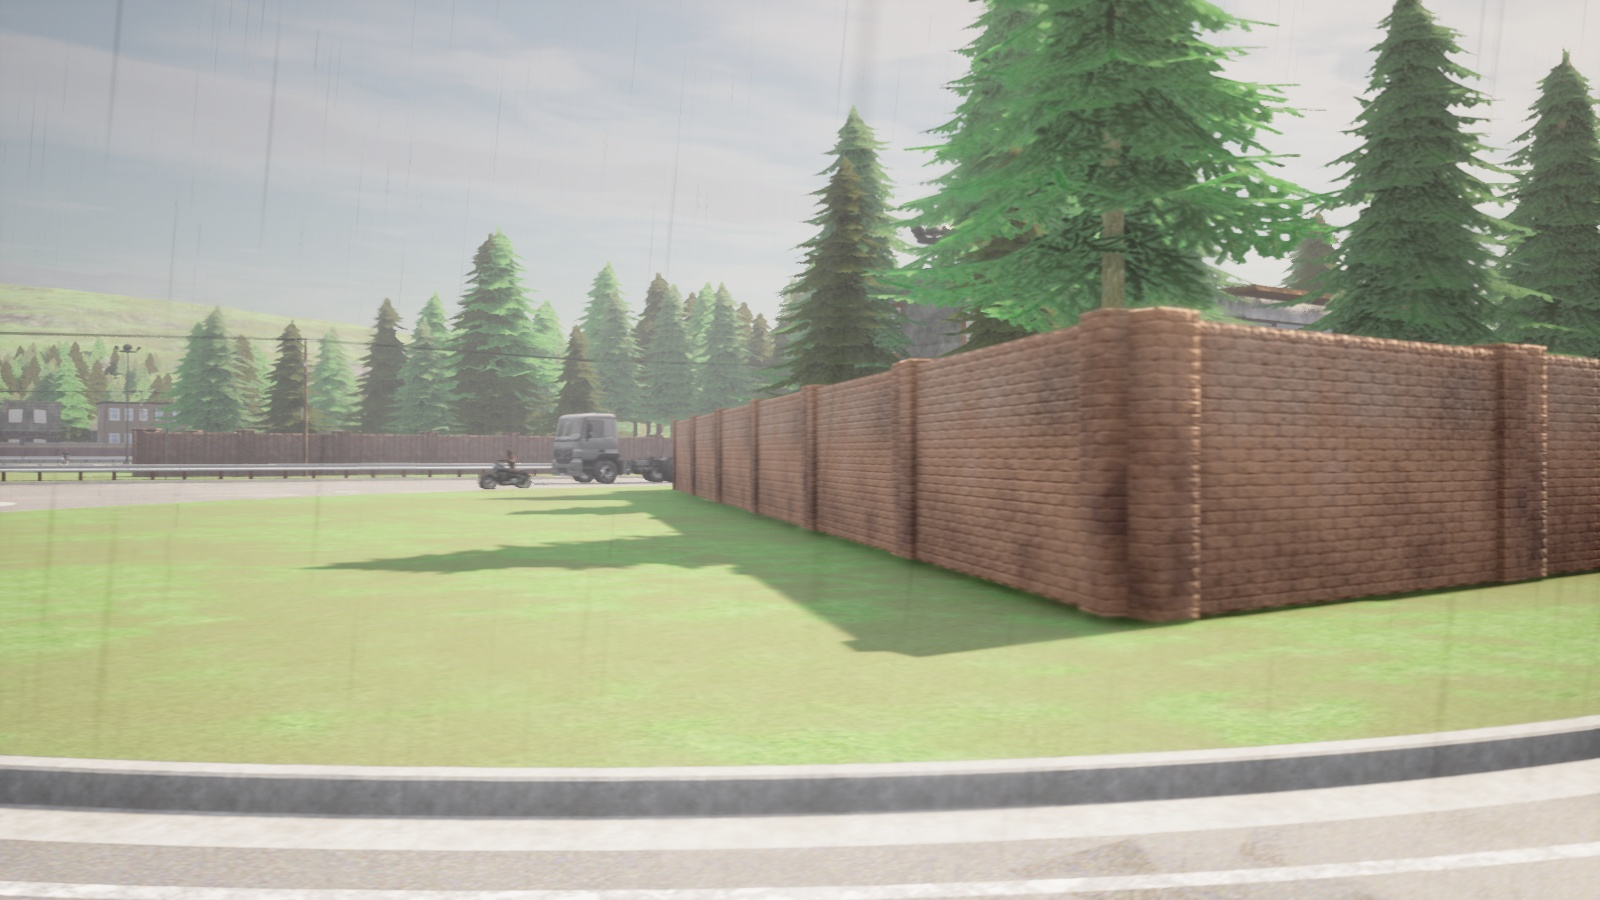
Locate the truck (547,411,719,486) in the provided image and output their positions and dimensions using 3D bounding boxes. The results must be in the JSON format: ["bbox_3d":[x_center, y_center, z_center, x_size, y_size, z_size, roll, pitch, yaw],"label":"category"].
[{"bbox_3d":[-8.130,-0.069,61.629,7.936,3.462,2.891,0,0,-35],"label":"truck"}]

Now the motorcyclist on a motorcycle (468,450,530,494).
[{"bbox_3d":[-11.676,0.839,48.800,0.766,1.649,2.350,1,1,41],"label":"motorcyclist on a motorcycle"}]
